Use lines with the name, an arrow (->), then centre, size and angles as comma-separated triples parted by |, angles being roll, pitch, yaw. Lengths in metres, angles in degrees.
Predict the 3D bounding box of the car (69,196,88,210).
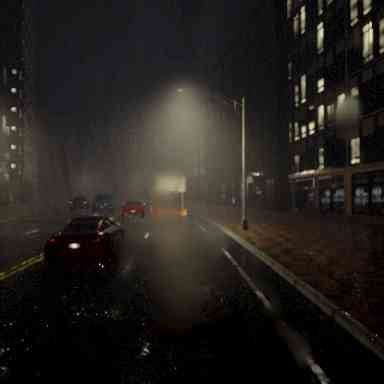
car -> -13.834, 1.306, 41.250 | 2.097, 1.767, 4.553 | 0, 0, -11

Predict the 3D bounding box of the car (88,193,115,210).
car -> -9.805, 1.187, 37.176 | 2.150, 2.045, 5.566 | 0, 0, -9

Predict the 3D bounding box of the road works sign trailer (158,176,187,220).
road works sign trailer -> -1.720, 0.448, 28.036 | 2.380, 3.560, 2.880 | 0, 0, -8

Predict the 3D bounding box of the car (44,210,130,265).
car -> -3.571, 1.557, 11.779 | 1.994, 1.385, 4.181 | 0, 0, -3

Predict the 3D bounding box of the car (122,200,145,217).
car -> -5.363, 1.455, 30.702 | 1.882, 1.535, 5.008 | 0, 0, -8

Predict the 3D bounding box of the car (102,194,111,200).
car -> -19.719, 1.129, 76.419 | 1.812, 1.442, 4.674 | 0, 0, -18
